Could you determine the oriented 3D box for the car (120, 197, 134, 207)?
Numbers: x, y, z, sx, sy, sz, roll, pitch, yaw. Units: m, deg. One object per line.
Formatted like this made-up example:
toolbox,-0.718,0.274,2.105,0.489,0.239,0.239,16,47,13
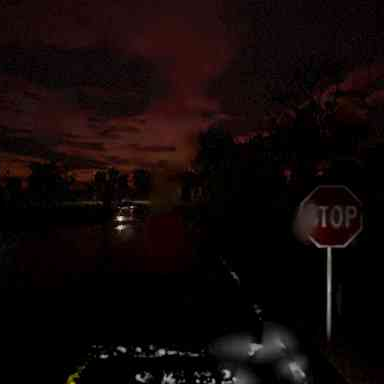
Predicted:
car,-10.391,1.521,52.500,1.812,1.442,4.674,0,0,-16
